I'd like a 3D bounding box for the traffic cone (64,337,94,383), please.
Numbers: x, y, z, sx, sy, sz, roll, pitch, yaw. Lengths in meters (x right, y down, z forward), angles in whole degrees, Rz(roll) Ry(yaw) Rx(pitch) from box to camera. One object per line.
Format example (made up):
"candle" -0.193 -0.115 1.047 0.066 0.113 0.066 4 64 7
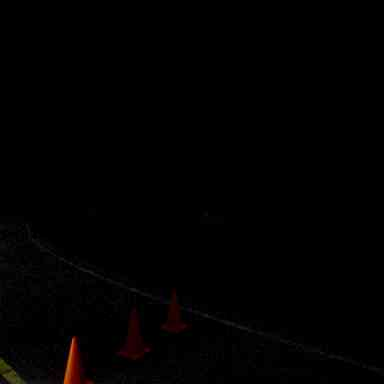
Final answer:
"traffic cone" -1.328 1.945 3.774 0.340 0.580 0.340 1 1 31

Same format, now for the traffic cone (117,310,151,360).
"traffic cone" -0.809 1.938 4.624 0.340 0.580 0.340 1 1 31

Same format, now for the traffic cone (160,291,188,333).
"traffic cone" -0.289 1.931 5.475 0.340 0.580 0.340 1 1 31
